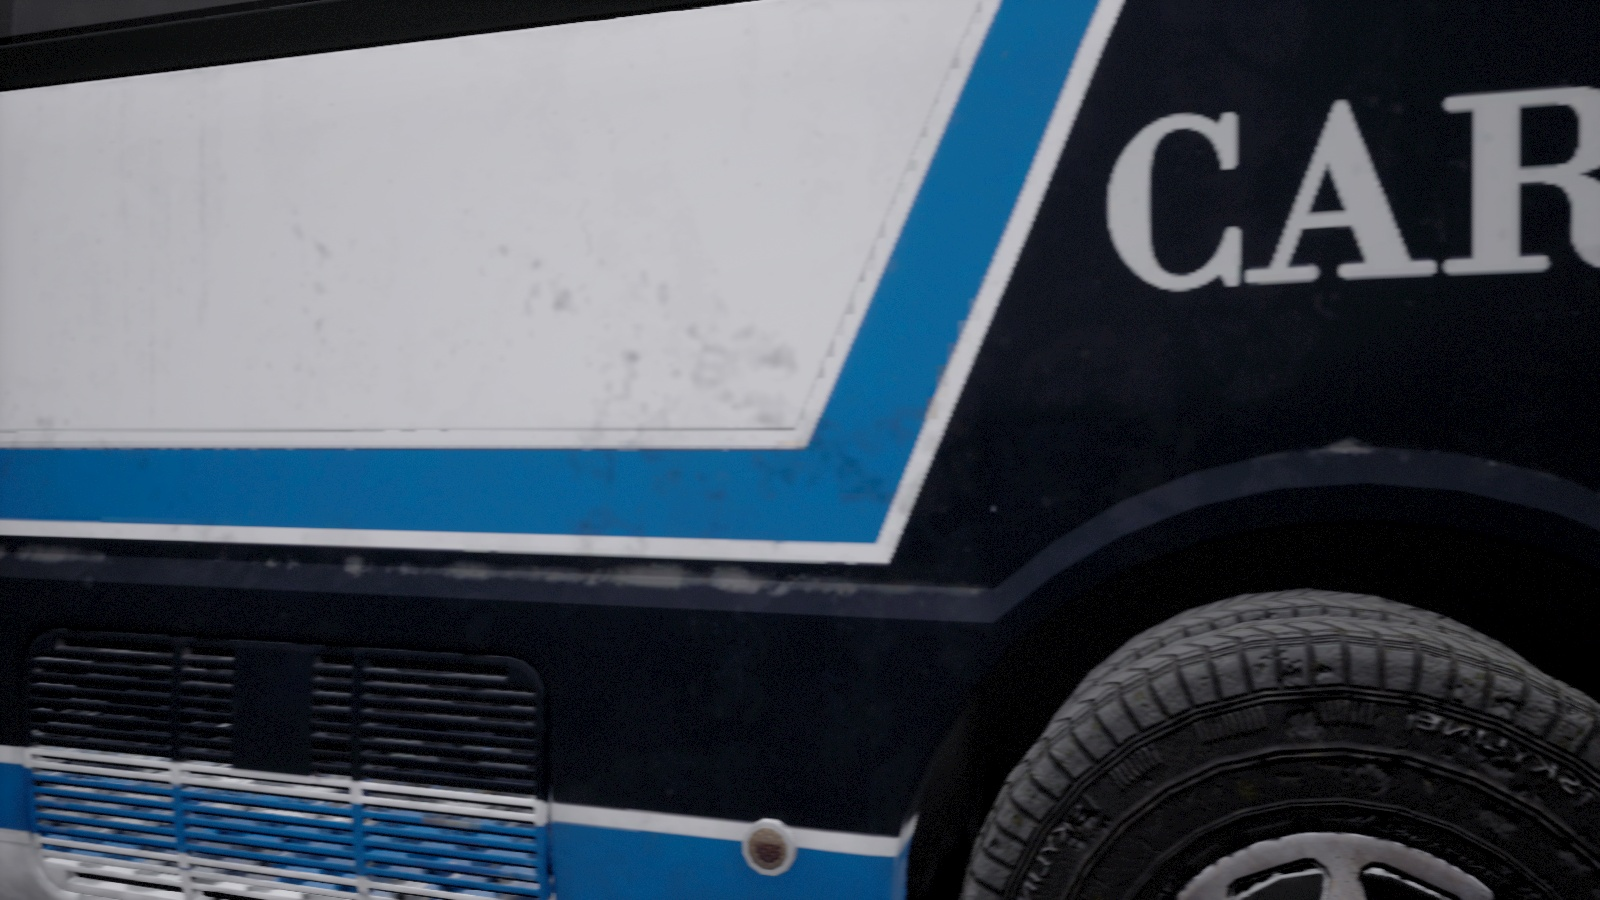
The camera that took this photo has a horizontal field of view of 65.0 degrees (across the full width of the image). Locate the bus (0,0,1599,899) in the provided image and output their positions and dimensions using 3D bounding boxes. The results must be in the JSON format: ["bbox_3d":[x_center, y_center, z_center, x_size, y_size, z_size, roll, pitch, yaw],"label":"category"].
[{"bbox_3d":[-1.479,-0.623,4.199,10.273,4.253,3.944,1,1,19],"label":"bus"}]
